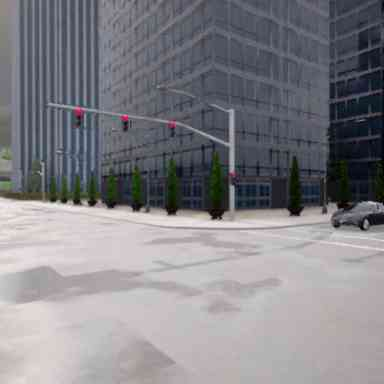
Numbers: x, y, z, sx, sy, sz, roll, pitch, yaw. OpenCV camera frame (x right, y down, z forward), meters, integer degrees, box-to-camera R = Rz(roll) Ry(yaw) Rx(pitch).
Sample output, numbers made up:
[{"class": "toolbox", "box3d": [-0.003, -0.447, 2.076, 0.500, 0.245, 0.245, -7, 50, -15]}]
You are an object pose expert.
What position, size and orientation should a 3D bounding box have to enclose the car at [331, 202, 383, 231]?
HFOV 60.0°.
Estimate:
[{"class": "car", "box3d": [10.303, 1.384, 19.945, 4.892, 1.490, 1.837, 0, 0, -35]}]
